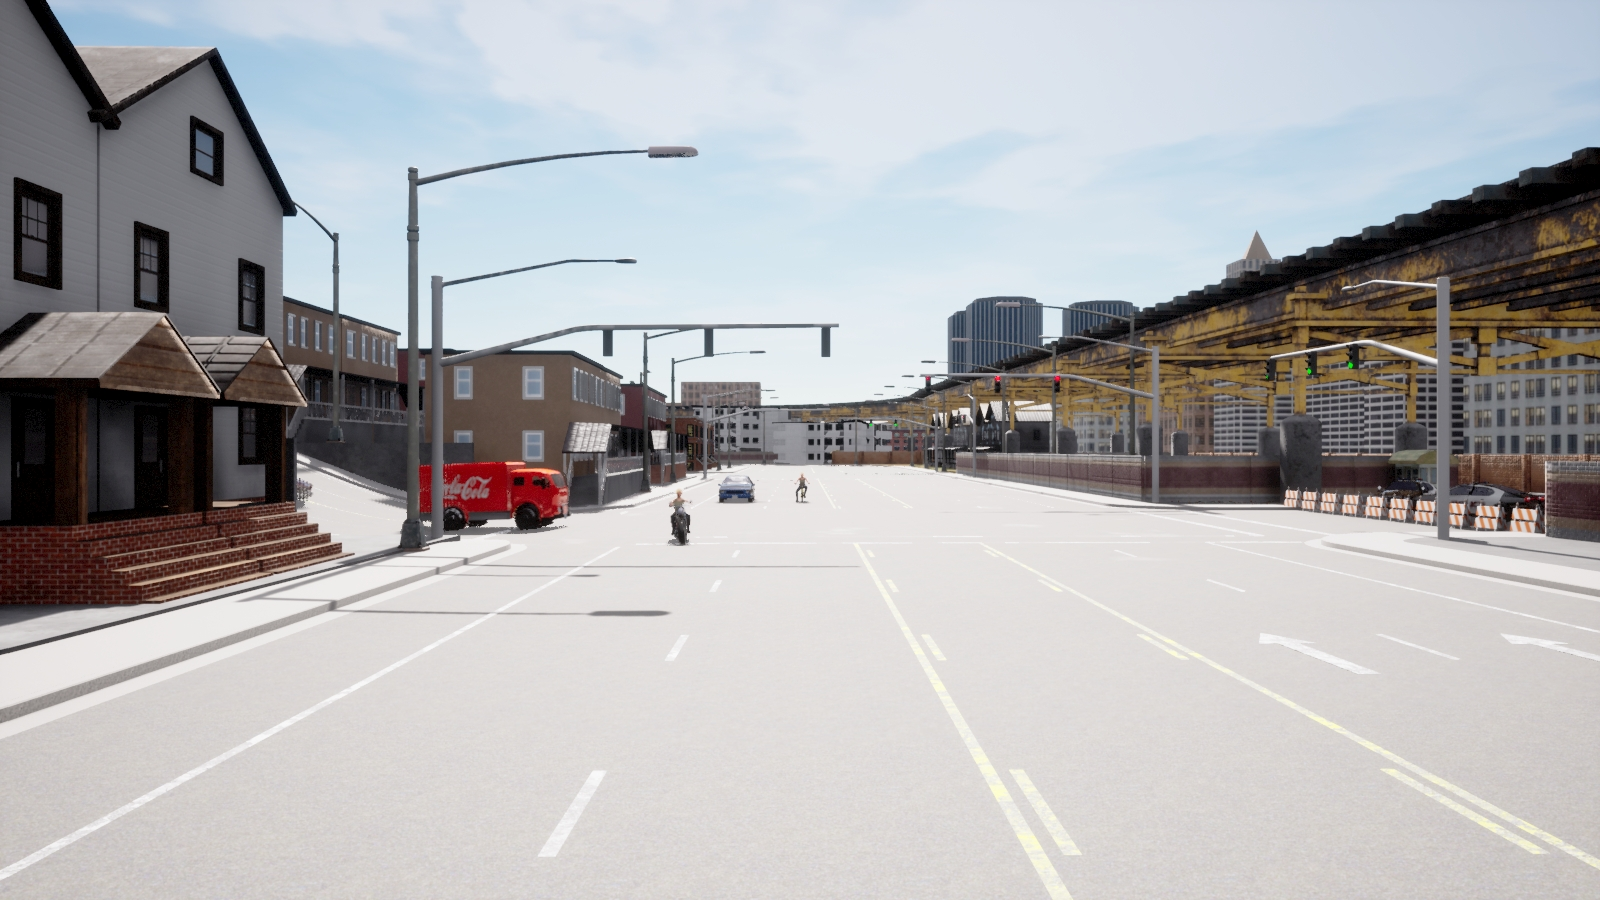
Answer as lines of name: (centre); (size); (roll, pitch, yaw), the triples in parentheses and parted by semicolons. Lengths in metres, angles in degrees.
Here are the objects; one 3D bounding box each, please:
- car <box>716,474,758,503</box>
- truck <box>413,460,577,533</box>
car: (-3.449, 2.106, 63.014); (2.033, 1.411, 5.357); (0, 0, 0)
truck: (-11.187, 1.697, 42.236); (5.204, 2.467, 2.627); (-2, 0, 5)
